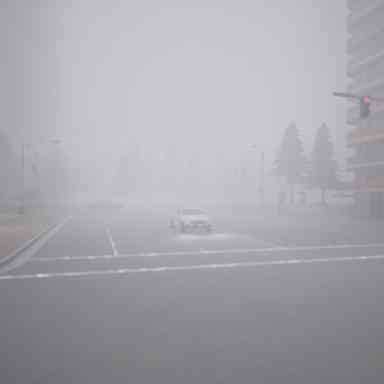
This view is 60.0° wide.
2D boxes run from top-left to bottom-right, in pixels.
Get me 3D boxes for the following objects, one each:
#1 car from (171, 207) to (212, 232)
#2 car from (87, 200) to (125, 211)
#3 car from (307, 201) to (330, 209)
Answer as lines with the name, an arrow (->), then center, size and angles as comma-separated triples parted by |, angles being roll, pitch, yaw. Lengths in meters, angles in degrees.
car -> -0.157, 1.749, 21.904 | 1.812, 1.442, 4.674 | 1, -1, -16
car -> -12.381, 1.919, 48.155 | 5.357, 1.411, 2.033 | 1, -1, 15
car -> 20.551, 2.177, 53.158 | 5.357, 1.411, 2.033 | 1, -1, -15
